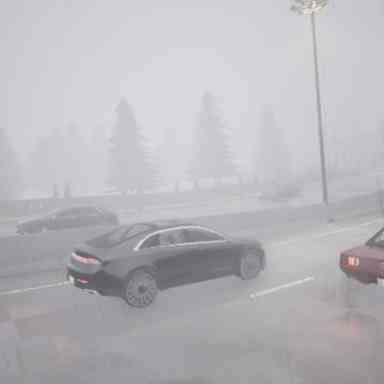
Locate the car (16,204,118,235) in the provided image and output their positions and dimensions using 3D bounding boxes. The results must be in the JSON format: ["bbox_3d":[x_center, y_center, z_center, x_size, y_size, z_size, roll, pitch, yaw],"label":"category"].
[{"bbox_3d":[-6.160,1.429,16.796,4.892,1.490,1.837,-2,1,-35],"label":"car"}]

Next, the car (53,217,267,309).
[{"bbox_3d":[-0.336,1.423,7.807,4.902,1.511,2.128,-1,1,-35],"label":"car"}]

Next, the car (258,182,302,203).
[{"bbox_3d":[8.315,-0.049,31.409,4.553,1.767,2.097,-8,4,-35],"label":"car"}]

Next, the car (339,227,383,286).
[{"bbox_3d":[5.536,1.378,7.696,4.718,1.301,1.895,-3,2,-35],"label":"car"}]
